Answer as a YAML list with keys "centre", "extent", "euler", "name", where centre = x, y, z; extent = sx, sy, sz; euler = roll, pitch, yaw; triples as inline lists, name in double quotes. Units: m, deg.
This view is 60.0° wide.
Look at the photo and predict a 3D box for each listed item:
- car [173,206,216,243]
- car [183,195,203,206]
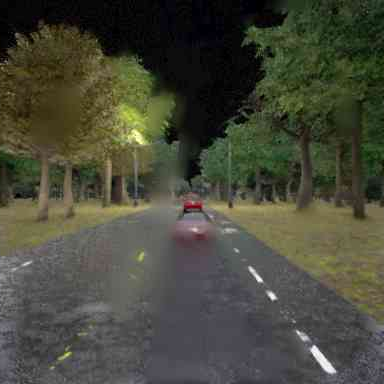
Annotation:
- centre: [0.098, 1.620, 16.476]
  extent: [1.994, 1.385, 4.181]
  euler: [0, 0, 0]
  name: "car"
- centre: [0.098, 1.383, 40.082]
  extent: [2.150, 2.045, 5.566]
  euler: [0, 0, 0]
  name: "car"
